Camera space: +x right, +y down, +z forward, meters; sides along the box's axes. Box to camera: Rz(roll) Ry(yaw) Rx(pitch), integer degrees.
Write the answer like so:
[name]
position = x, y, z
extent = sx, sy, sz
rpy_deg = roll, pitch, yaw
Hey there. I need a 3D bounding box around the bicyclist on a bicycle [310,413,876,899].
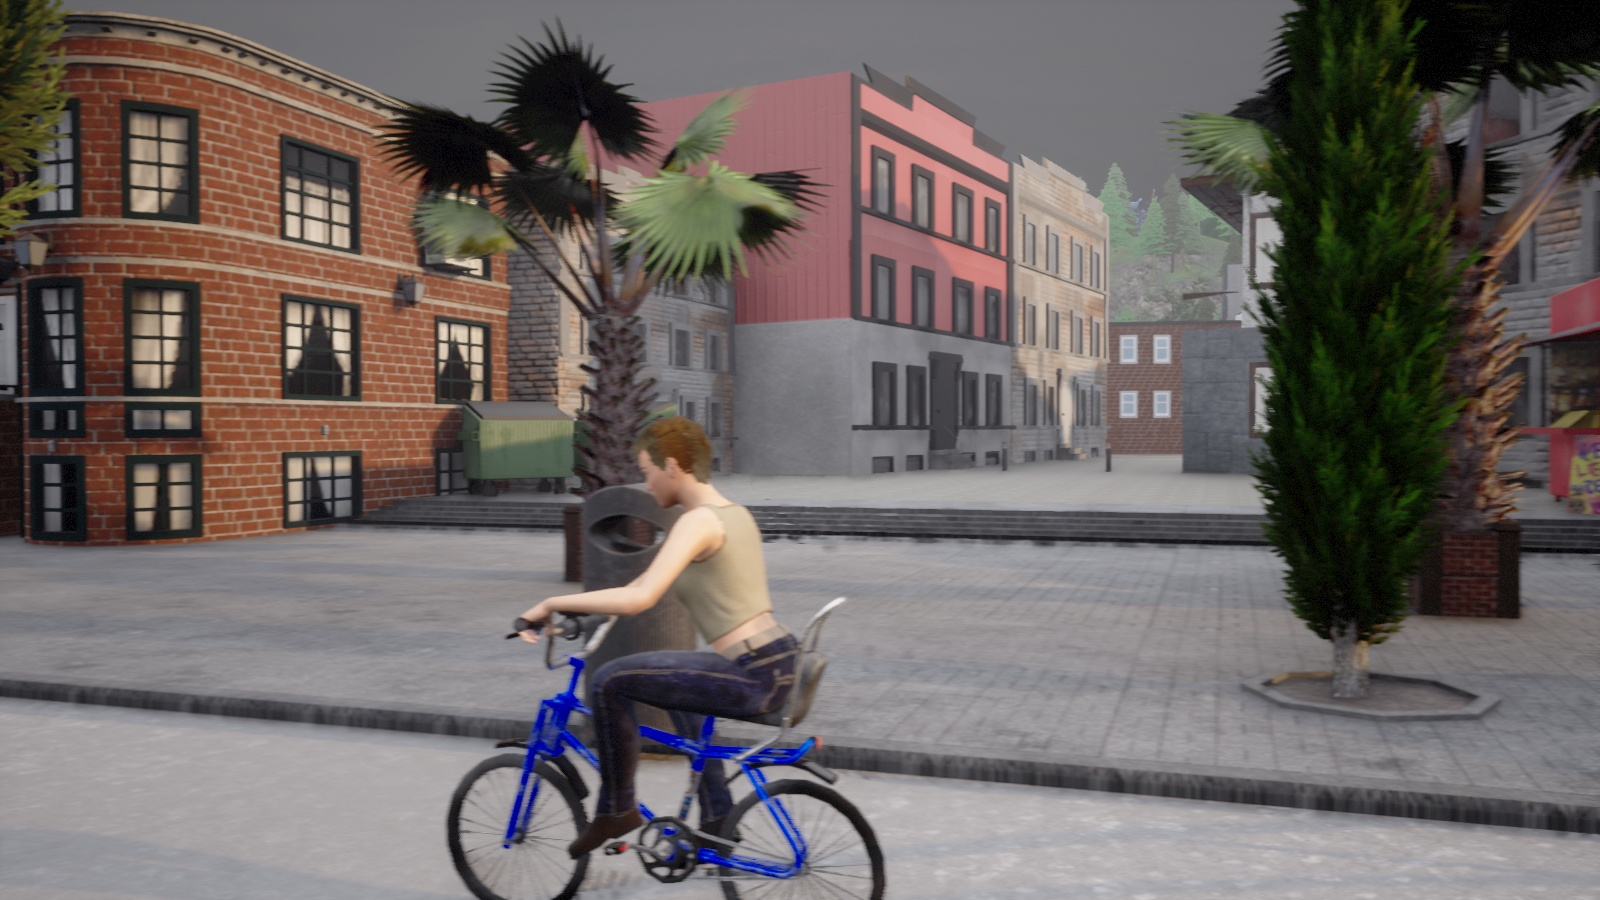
[bicyclist on a bicycle]
position = -0.609, 0.698, 3.923
extent = 1.509, 1.612, 0.866
rpy_deg = 1, 1, 19
